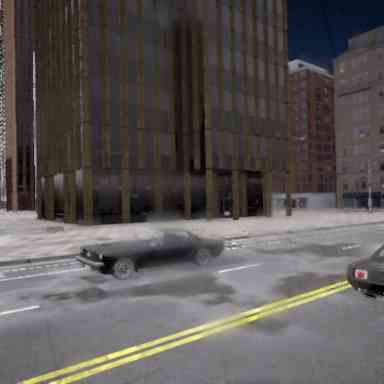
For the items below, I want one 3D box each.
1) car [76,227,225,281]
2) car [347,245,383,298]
[{"bbox_3d":[-1.220,1.868,10.915,4.718,1.301,1.895,0,-2,-38],"label":"car"},{"bbox_3d":[5.655,1.732,7.766,4.718,1.301,1.895,1,-2,-38],"label":"car"}]
